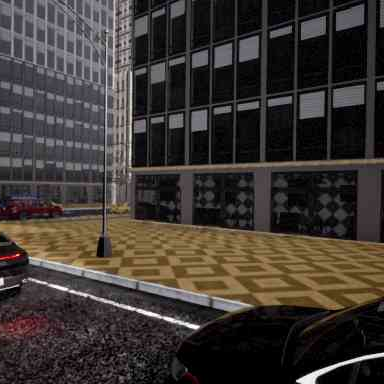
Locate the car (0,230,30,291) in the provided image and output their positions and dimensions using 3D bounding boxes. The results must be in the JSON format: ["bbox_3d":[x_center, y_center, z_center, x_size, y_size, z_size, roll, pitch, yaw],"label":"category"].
[{"bbox_3d":[-5.722,1.500,7.796,4.892,1.490,1.837,0,0,36],"label":"car"}]

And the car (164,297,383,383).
[{"bbox_3d":[1.994,1.505,2.252,4.892,1.490,1.837,0,0,36],"label":"car"}]

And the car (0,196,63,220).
[{"bbox_3d":[-14.153,1.519,29.660,2.192,1.841,5.009,1,0,37],"label":"car"}]

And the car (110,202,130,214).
[{"bbox_3d":[-7.322,1.830,38.847,1.752,1.417,4.829,1,0,37],"label":"car"}]

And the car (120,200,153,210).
[{"bbox_3d":[-7.925,1.872,47.718,1.895,1.301,4.718,1,0,37],"label":"car"}]

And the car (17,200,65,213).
[{"bbox_3d":[-17.617,1.643,39.047,1.752,1.417,4.829,1,0,37],"label":"car"}]
